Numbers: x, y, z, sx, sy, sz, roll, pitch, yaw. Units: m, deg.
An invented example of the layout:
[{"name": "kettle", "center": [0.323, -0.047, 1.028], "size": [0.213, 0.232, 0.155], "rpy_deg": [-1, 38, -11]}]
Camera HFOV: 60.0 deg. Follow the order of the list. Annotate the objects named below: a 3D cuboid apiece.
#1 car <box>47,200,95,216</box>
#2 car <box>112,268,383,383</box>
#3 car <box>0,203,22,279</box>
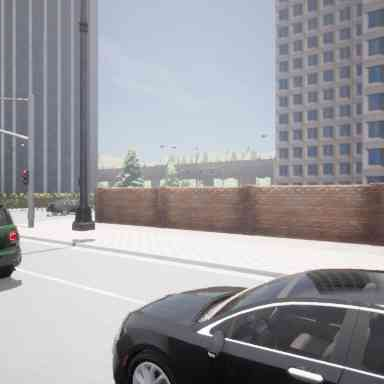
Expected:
[{"name": "car", "center": [-11.831, 1.491, 32.891], "size": [2.128, 1.511, 4.902], "rpy_deg": [0, 0, 36]}, {"name": "car", "center": [1.343, 1.505, 3.035], "size": [4.892, 1.490, 1.837], "rpy_deg": [0, 0, 36]}, {"name": "car", "center": [-6.735, 1.221, 8.778], "size": [5.566, 2.045, 2.150], "rpy_deg": [0, 0, 35]}]
